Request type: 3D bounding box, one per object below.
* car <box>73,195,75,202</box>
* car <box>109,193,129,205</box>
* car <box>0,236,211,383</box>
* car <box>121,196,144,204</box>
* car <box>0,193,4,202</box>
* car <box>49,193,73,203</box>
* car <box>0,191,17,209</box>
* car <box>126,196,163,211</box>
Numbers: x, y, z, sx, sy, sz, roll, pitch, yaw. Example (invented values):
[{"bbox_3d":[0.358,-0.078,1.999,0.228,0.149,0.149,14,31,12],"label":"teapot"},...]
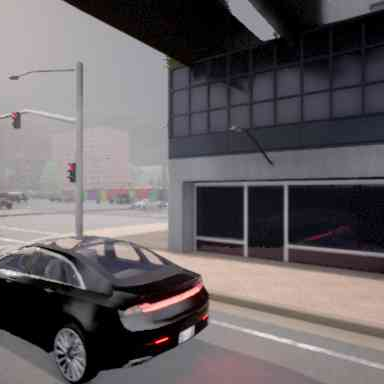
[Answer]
[{"bbox_3d":[-24.802,1.344,68.816,3.905,1.438,1.784,0,0,35],"label":"car"},{"bbox_3d":[-12.221,1.143,56.378,3.866,1.878,1.905,0,0,35],"label":"car"},{"bbox_3d":[-2.028,1.490,5.408,4.902,1.511,2.128,0,0,36],"label":"car"},{"bbox_3d":[-10.538,1.382,58.734,3.806,1.475,1.970,0,0,35],"label":"car"},{"bbox_3d":[-42.027,1.129,70.666,4.605,1.855,1.932,0,0,35],"label":"car"},{"bbox_3d":[-26.529,1.134,66.489,4.605,1.855,1.932,0,0,35],"label":"car"},{"bbox_3d":[-23.534,1.142,40.344,3.866,1.878,1.905,0,0,35],"label":"car"},{"bbox_3d":[-5.466,1.517,40.787,1.812,1.442,4.674,0,0,37],"label":"car"}]
